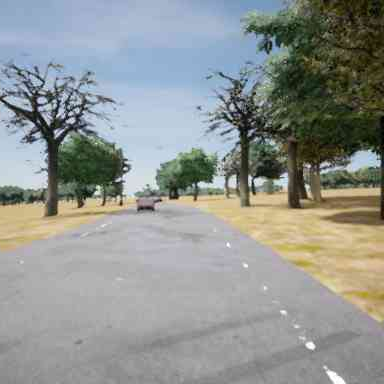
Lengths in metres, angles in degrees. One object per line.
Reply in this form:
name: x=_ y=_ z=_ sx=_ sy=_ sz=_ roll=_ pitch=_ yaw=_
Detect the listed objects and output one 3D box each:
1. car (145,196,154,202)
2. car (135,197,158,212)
car: x=-10.099 y=1.654 z=78.640 sx=1.895 sy=1.301 sz=4.718 roll=0 pitch=-1 yaw=-9
car: x=-5.193 y=1.466 z=37.954 sx=1.882 sy=1.535 sz=5.008 roll=0 pitch=0 yaw=-5
